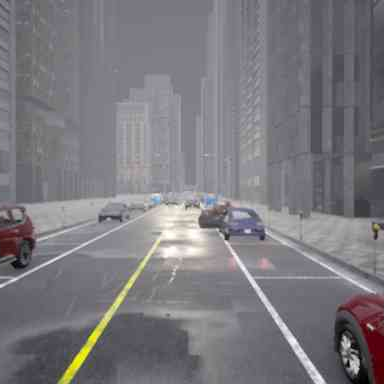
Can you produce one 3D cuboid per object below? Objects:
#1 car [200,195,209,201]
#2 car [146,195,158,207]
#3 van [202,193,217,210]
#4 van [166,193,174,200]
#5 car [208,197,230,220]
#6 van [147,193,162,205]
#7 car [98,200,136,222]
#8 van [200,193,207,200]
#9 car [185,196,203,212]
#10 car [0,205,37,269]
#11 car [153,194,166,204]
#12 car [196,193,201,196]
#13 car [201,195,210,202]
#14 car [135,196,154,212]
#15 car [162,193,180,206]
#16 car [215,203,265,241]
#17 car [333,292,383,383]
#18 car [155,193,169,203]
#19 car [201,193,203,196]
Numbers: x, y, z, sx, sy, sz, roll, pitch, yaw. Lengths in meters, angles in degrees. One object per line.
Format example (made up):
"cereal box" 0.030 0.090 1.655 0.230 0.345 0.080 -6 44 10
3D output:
"car" 2.760 1.336 75.985 1.947 1.339 4.313 0 0 0
"car" -5.765 1.399 41.966 1.752 1.417 4.829 0 0 0
"van" 2.759 1.197 47.781 1.690 1.788 3.998 0 0 0
"van" -5.766 1.076 87.263 1.690 1.788 3.998 0 0 0
"car" 2.760 1.452 30.859 1.887 1.381 4.507 0 0 0
"van" -5.766 1.197 47.776 1.690 1.788 3.998 0 0 0
"car" -5.765 1.490 25.214 1.947 1.339 4.313 0 0 0
"van" 2.759 1.094 81.625 1.690 1.788 3.998 0 0 0
"car" 0.066 1.473 42.266 1.895 1.301 4.718 0 0 0
"car" -5.766 1.290 8.291 2.192 1.841 5.009 0 0 0
"car" -5.766 1.262 59.058 1.967 1.590 4.097 0 0 0
"car" 0.000 1.320 52.405 1.882 1.535 5.008 0 0 0
"car" 2.760 1.370 70.344 1.802 1.307 4.206 0 0 0
"car" -5.765 1.441 36.495 2.008 1.369 4.403 0 0 0
"car" -3.046 1.354 50.496 1.837 1.490 4.892 0 0 1
"car" 2.352 1.477 16.323 1.812 1.442 4.674 0 0 0
"car" 2.759 1.432 2.656 1.967 1.590 4.097 0 0 0
"car" -5.766 1.120 64.699 2.192 1.841 5.009 0 0 0
"car" 2.760 1.387 64.704 1.802 1.307 4.206 0 0 0
